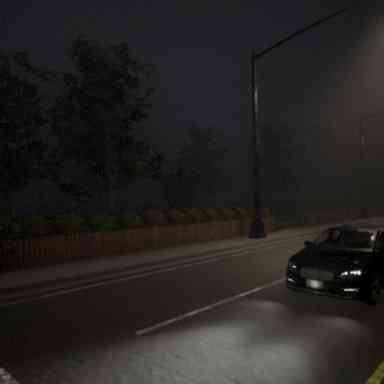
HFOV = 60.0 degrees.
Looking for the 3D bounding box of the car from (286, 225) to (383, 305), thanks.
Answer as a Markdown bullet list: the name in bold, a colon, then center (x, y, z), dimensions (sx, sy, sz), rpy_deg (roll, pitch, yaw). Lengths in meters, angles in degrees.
- **car**: center (4.230, 1.646, 8.626), dimensions (2.128, 1.511, 4.902), rpy_deg (-2, -2, 44)
